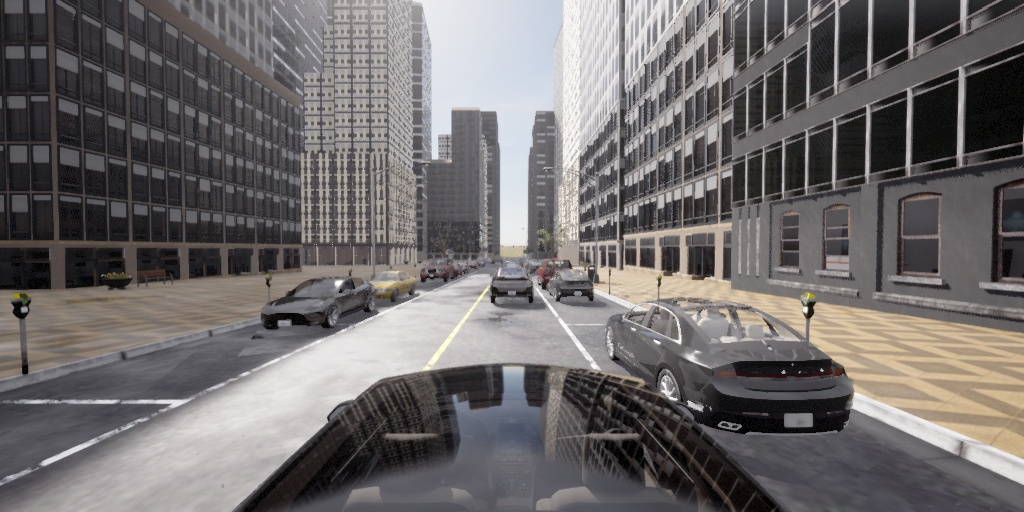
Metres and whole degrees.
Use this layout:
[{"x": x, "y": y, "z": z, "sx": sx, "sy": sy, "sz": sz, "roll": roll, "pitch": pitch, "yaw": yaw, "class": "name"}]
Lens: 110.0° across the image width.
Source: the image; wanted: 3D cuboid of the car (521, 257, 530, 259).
[{"x": 2.692, "y": 1.262, "z": 56.330, "sx": 1.751, "sy": 1.417, "sz": 4.829, "roll": 0, "pitch": 0, "yaw": 0, "class": "car"}]

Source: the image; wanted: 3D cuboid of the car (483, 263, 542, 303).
[{"x": 0.000, "y": 1.240, "z": 16.503, "sx": 2.128, "sy": 1.511, "sz": 4.902, "roll": 0, "pitch": 0, "yaw": 0, "class": "car"}]

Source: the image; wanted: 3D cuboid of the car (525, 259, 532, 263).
[{"x": 2.692, "y": 1.289, "z": 39.284, "sx": 2.007, "sy": 1.370, "sz": 4.403, "roll": 0, "pitch": 0, "yaw": 0, "class": "car"}]

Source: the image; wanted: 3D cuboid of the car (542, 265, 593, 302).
[{"x": 2.691, "y": 1.295, "z": 16.785, "sx": 2.007, "sy": 1.370, "sz": 4.403, "roll": 0, "pitch": 0, "yaw": 0, "class": "car"}]

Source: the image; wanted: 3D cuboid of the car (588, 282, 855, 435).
[{"x": 2.691, "y": 1.299, "z": 5.534, "sx": 2.007, "sy": 1.370, "sz": 4.403, "roll": 0, "pitch": 0, "yaw": 0, "class": "car"}]

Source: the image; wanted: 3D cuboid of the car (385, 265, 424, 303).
[{"x": -5.690, "y": 1.269, "z": 16.614, "sx": 1.751, "sy": 1.417, "sz": 4.829, "roll": 0, "pitch": 0, "yaw": 0, "class": "car"}]

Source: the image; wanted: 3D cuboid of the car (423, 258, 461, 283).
[{"x": -5.690, "y": 1.056, "z": 28.035, "sx": 2.192, "sy": 1.841, "sz": 5.009, "roll": 0, "pitch": 0, "yaw": 0, "class": "car"}]

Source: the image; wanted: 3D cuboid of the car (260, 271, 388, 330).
[{"x": -5.690, "y": 1.312, "z": 11.160, "sx": 1.948, "sy": 1.339, "sz": 4.313, "roll": 0, "pitch": 0, "yaw": 0, "class": "car"}]

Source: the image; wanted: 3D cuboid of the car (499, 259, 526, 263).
[{"x": 0.000, "y": 1.274, "z": 31.507, "sx": 1.812, "sy": 1.442, "sz": 4.674, "roll": 0, "pitch": 0, "yaw": 0, "class": "car"}]

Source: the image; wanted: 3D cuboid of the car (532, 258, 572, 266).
[{"x": 2.692, "y": 1.057, "z": 22.409, "sx": 2.192, "sy": 1.841, "sz": 5.009, "roll": 0, "pitch": 0, "yaw": 0, "class": "car"}]

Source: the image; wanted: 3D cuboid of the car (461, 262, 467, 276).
[{"x": -5.690, "y": 1.285, "z": 33.660, "sx": 1.888, "sy": 1.381, "sz": 4.507, "roll": 0, "pitch": 0, "yaw": 0, "class": "car"}]

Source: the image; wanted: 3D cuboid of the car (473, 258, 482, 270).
[{"x": -5.690, "y": 1.282, "z": 50.535, "sx": 1.888, "sy": 1.381, "sz": 4.507, "roll": 0, "pitch": 0, "yaw": 0, "class": "car"}]

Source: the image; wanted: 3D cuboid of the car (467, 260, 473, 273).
[{"x": -5.690, "y": 1.321, "z": 39.284, "sx": 1.802, "sy": 1.307, "sz": 4.207, "roll": 0, "pitch": 0, "yaw": 0, "class": "car"}]

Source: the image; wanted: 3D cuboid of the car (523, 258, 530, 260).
[{"x": 2.692, "y": 1.283, "z": 44.909, "sx": 1.888, "sy": 1.381, "sz": 4.507, "roll": 0, "pitch": 0, "yaw": 0, "class": "car"}]

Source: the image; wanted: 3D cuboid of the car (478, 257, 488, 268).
[{"x": -5.689, "y": 1.176, "z": 61.785, "sx": 1.967, "sy": 1.591, "sz": 4.097, "roll": 0, "pitch": 0, "yaw": 0, "class": "car"}]
